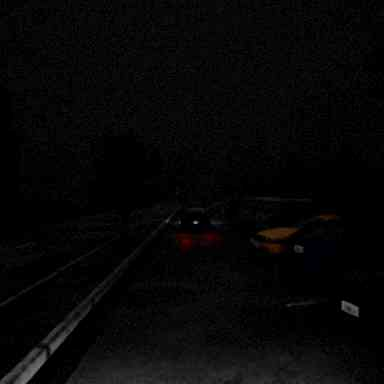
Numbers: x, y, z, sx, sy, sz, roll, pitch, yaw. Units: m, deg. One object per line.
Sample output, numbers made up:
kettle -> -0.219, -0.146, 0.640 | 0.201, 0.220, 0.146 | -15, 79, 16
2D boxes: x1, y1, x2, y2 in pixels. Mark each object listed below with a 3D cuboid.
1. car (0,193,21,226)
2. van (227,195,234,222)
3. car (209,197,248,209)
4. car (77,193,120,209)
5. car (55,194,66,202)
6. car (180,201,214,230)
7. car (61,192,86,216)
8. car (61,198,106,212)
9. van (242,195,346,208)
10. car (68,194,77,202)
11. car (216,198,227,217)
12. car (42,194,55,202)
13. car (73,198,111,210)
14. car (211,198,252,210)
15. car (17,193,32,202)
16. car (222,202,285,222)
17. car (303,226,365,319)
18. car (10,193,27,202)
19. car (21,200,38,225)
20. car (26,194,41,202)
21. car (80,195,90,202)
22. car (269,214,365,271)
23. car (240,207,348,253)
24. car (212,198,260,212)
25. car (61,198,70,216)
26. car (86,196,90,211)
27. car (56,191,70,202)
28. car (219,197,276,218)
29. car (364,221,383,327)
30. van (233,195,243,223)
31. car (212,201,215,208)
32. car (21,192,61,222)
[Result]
car -> -13.281, 1.225, 19.137 | 5.566, 2.045, 2.435 | -1, 0, -20
van -> 4.840, 1.273, 21.068 | 4.442, 1.987, 1.878 | 1, 0, -20
car -> 5.148, 1.517, 46.586 | 4.892, 1.521, 2.231 | 1, 0, -19
car -> -13.025, 1.236, 46.232 | 5.566, 2.045, 2.435 | -1, 0, -19
car -> -32.827, 1.579, 83.085 | 2.185, 1.767, 4.553 | 1, -3, -19
car -> 0.220, 1.540, 21.130 | 1.812, 1.442, 4.674 | 0, 0, 0
car -> -13.139, 1.234, 31.192 | 5.566, 2.045, 2.435 | -1, 0, -20
car -> -13.071, 1.494, 40.206 | 5.008, 1.535, 2.097 | -1, 0, -19
van -> 4.804, 1.269, 15.113 | 4.442, 1.987, 1.878 | 1, 0, -20
car -> -29.791, 1.576, 82.960 | 2.185, 1.767, 4.553 | 1, -3, -19
car -> 4.997, 1.251, 24.098 | 5.566, 2.045, 2.435 | 1, 0, -20
car -> -28.510, 1.218, 66.013 | 2.002, 1.452, 4.674 | 1, -1, -19
car -> -13.033, 1.533, 43.231 | 4.674, 1.452, 2.002 | -1, 0, -19
car -> 5.108, 1.516, 43.192 | 4.892, 1.521, 2.231 | 1, 0, -20
car -> -41.872, 1.452, 83.223 | 2.435, 2.045, 5.566 | 1, -3, -19
car -> 4.991, 1.544, 27.060 | 4.674, 1.452, 2.002 | 1, 0, -20
car -> 4.826, 1.520, 6.214 | 4.792, 1.488, 2.163 | 1, 0, -20
car -> -34.418, 1.053, 66.110 | 2.185, 1.767, 4.553 | 0, -1, -19
car -> -13.204, 1.508, 22.170 | 4.792, 1.488, 2.163 | -1, 0, -20
car -> -31.468, 1.179, 66.071 | 2.231, 1.521, 4.892 | 0, -1, -19
car -> -26.776, 1.704, 82.928 | 2.231, 1.521, 4.892 | 1, -3, -19
car -> 4.897, 1.523, 9.217 | 4.792, 1.488, 2.163 | 1, 0, -20
car -> 4.714, 1.489, 12.115 | 5.366, 1.575, 1.946 | 1, 0, -20
car -> 5.260, 1.512, 39.866 | 5.366, 1.575, 1.946 | 1, 0, -20
car -> -13.159, 1.513, 28.182 | 4.792, 1.488, 2.163 | -1, 0, -20
car -> -13.102, 1.363, 34.188 | 4.553, 1.767, 2.185 | -1, 0, -19
car -> -25.536, 0.926, 65.933 | 2.435, 2.045, 5.566 | 1, -1, -19
car -> 4.980, 1.380, 30.033 | 4.553, 1.767, 2.185 | 1, 0, -20
car -> 4.864, 1.238, 3.265 | 5.566, 2.045, 2.435 | 1, 0, -20
van -> 4.823, 1.271, 18.091 | 4.442, 1.987, 1.878 | 1, 0, -20
car -> 5.034, 1.539, 36.393 | 4.792, 1.488, 2.163 | 1, 0, -20
car -> -13.187, 1.229, 25.178 | 5.566, 2.045, 2.435 | -1, 0, -20
